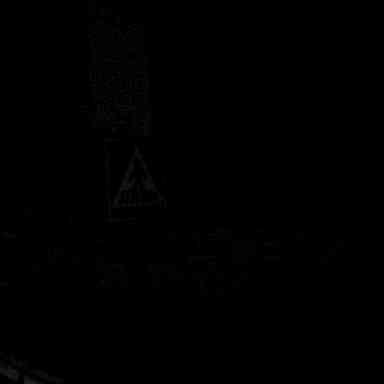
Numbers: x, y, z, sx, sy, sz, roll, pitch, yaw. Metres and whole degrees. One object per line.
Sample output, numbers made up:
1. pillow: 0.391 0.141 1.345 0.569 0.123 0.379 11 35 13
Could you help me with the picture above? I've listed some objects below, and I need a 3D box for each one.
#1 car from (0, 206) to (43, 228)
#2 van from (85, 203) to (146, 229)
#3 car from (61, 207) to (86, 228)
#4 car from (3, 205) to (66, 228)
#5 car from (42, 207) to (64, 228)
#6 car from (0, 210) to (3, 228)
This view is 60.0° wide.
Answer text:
1. car: -19.334 2.645 35.791 2.435 2.045 5.566 -4 -2 35
2. van: -5.742 1.818 26.234 1.878 1.987 4.442 -3 -1 35
3. car: -7.849 2.164 28.074 1.946 1.575 5.366 -3 -1 35
4. car: -14.847 2.334 32.691 2.435 2.045 5.566 -4 -2 35
5. car: -10.029 2.289 29.595 1.946 1.575 5.366 -4 -2 35
6. car: -17.116 2.743 34.288 2.231 1.521 4.892 -4 -2 35
